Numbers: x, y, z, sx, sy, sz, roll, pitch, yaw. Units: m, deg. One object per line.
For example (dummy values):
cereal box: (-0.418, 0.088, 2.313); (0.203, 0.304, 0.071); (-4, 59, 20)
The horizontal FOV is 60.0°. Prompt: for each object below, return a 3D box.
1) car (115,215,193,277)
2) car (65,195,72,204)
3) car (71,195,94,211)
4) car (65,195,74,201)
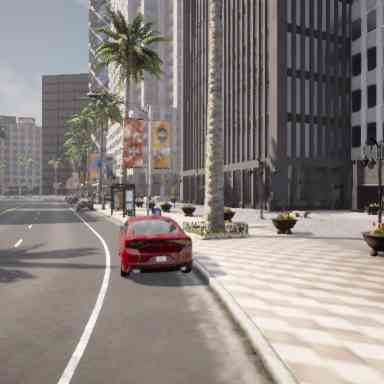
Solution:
car: (-1.321, 1.467, 10.433); (1.882, 1.535, 5.008); (0, 0, -13)
car: (-24.413, 1.326, 67.836); (2.185, 1.767, 4.553); (0, 0, -23)
car: (-13.162, 1.462, 40.701); (2.231, 1.521, 4.892); (0, 0, -23)
car: (-32.535, 1.478, 88.208); (2.161, 1.482, 4.786); (0, 0, -23)
